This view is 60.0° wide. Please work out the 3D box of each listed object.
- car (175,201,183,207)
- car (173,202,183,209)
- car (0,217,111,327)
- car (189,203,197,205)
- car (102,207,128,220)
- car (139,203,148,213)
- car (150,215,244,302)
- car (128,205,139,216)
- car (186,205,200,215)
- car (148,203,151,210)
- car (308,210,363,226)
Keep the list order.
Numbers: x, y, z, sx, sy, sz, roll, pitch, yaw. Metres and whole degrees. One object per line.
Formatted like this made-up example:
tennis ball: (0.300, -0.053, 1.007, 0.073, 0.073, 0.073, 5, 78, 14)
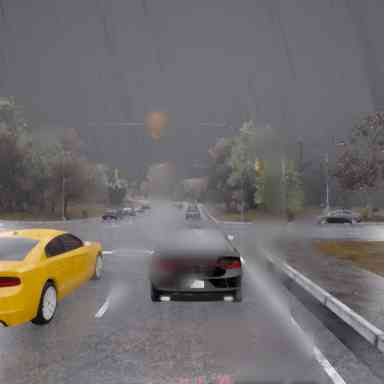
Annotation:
car: (-3.440, 3.158, 86.702, 1.994, 1.385, 4.181, 0, 0, -3)
car: (-3.343, 3.176, 76.633, 1.837, 1.490, 4.892, 0, 0, 0)
car: (-3.406, 1.542, 7.248, 1.882, 1.535, 5.008, 0, -1, 0)
car: (0.158, 3.225, 77.098, 1.994, 1.385, 4.181, 0, 0, 0)
car: (-10.519, 2.998, 44.711, 2.033, 1.411, 5.357, 0, -2, 1)
car: (-10.408, 3.240, 64.686, 2.128, 1.511, 4.902, 0, 0, 1)
car: (0.102, 1.565, 8.490, 1.882, 1.535, 5.008, 0, -1, 0)
car: (-10.472, 3.206, 54.581, 1.812, 1.442, 4.674, 0, -1, 0)
car: (0.169, 3.033, 47.832, 2.128, 1.511, 4.902, 0, -2, 0)
car: (-10.346, 3.223, 75.267, 2.033, 1.411, 5.357, 0, 0, 0)
car: (13.575, 2.423, 31.560, 4.902, 1.511, 2.128, 0, -2, -3)
